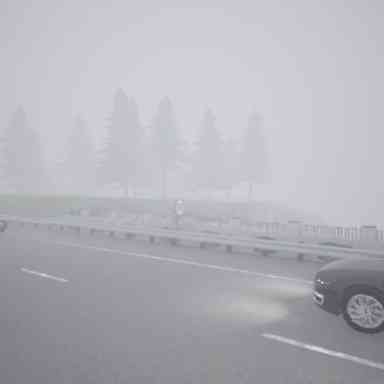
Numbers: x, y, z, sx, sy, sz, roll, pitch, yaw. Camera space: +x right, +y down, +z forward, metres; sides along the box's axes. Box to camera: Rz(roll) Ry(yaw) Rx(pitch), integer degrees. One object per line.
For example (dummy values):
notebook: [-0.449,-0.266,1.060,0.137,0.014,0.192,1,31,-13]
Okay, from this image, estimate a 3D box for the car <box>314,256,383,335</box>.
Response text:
car: [4.453,1.508,5.115,4.892,1.490,1.837,0,0,35]

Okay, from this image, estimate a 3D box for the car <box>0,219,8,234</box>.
car: [-10.995,1.523,16.143,4.718,1.301,1.895,0,0,36]
